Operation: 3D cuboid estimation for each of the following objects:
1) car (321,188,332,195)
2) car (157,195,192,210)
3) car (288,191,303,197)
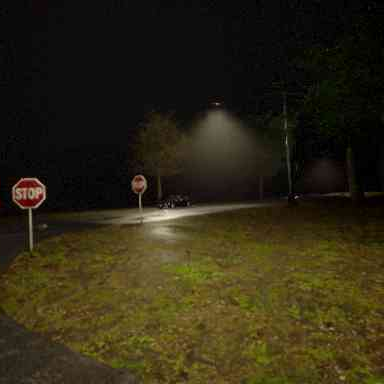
[{"bbox_3d":[32.012,-0.238,79.040,1.882,1.535,5.008,-4,-1,29],"label":"car"},{"bbox_3d":[-1.856,1.164,36.310,1.837,1.490,4.892,-4,-1,34],"label":"car"},{"bbox_3d":[22.109,0.348,71.256,1.895,1.301,4.718,-4,-1,34],"label":"car"}]
